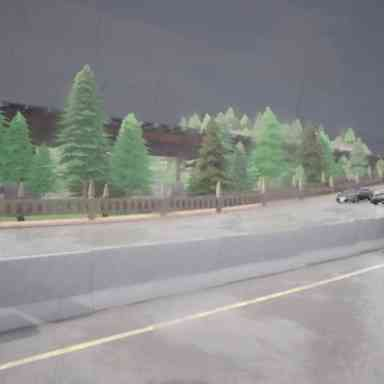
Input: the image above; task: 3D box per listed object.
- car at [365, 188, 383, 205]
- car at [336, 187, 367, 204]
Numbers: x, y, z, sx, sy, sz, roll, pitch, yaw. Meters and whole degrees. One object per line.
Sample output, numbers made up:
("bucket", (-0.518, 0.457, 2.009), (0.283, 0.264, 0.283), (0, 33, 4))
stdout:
("car", (18.258, 0.332, 30.087), (5.357, 1.411, 2.033), (-7, 4, -36))
("car", (16.187, 0.279, 32.907), (4.902, 1.511, 2.128), (-7, 4, -36))
